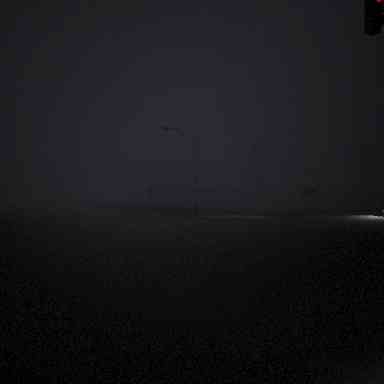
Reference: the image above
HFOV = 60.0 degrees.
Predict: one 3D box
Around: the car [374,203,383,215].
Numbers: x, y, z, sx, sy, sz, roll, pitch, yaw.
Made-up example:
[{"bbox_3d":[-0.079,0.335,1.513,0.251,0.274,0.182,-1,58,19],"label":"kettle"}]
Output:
[{"bbox_3d":[19.249,1.555,31.801,4.181,1.385,1.994,0,0,-35],"label":"car"}]
